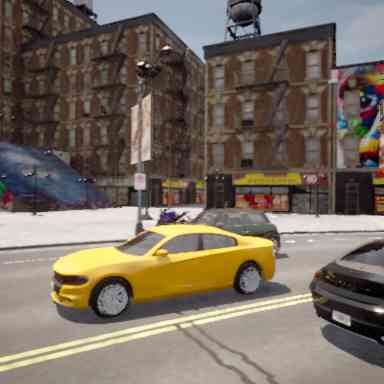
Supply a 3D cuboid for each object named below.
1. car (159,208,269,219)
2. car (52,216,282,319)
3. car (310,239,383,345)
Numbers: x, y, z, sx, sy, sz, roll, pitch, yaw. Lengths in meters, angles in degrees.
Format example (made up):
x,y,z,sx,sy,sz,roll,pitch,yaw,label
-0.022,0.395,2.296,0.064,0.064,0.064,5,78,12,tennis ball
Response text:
x,y,z,sx,sy,sz,roll,pitch,yaw,label
0.916,1.402,11.985,4.553,1.767,2.097,1,0,-24,car
-0.422,1.499,7.467,5.008,1.535,1.882,1,0,-28,car
4.306,1.563,5.798,4.892,1.490,1.837,1,-1,-26,car
